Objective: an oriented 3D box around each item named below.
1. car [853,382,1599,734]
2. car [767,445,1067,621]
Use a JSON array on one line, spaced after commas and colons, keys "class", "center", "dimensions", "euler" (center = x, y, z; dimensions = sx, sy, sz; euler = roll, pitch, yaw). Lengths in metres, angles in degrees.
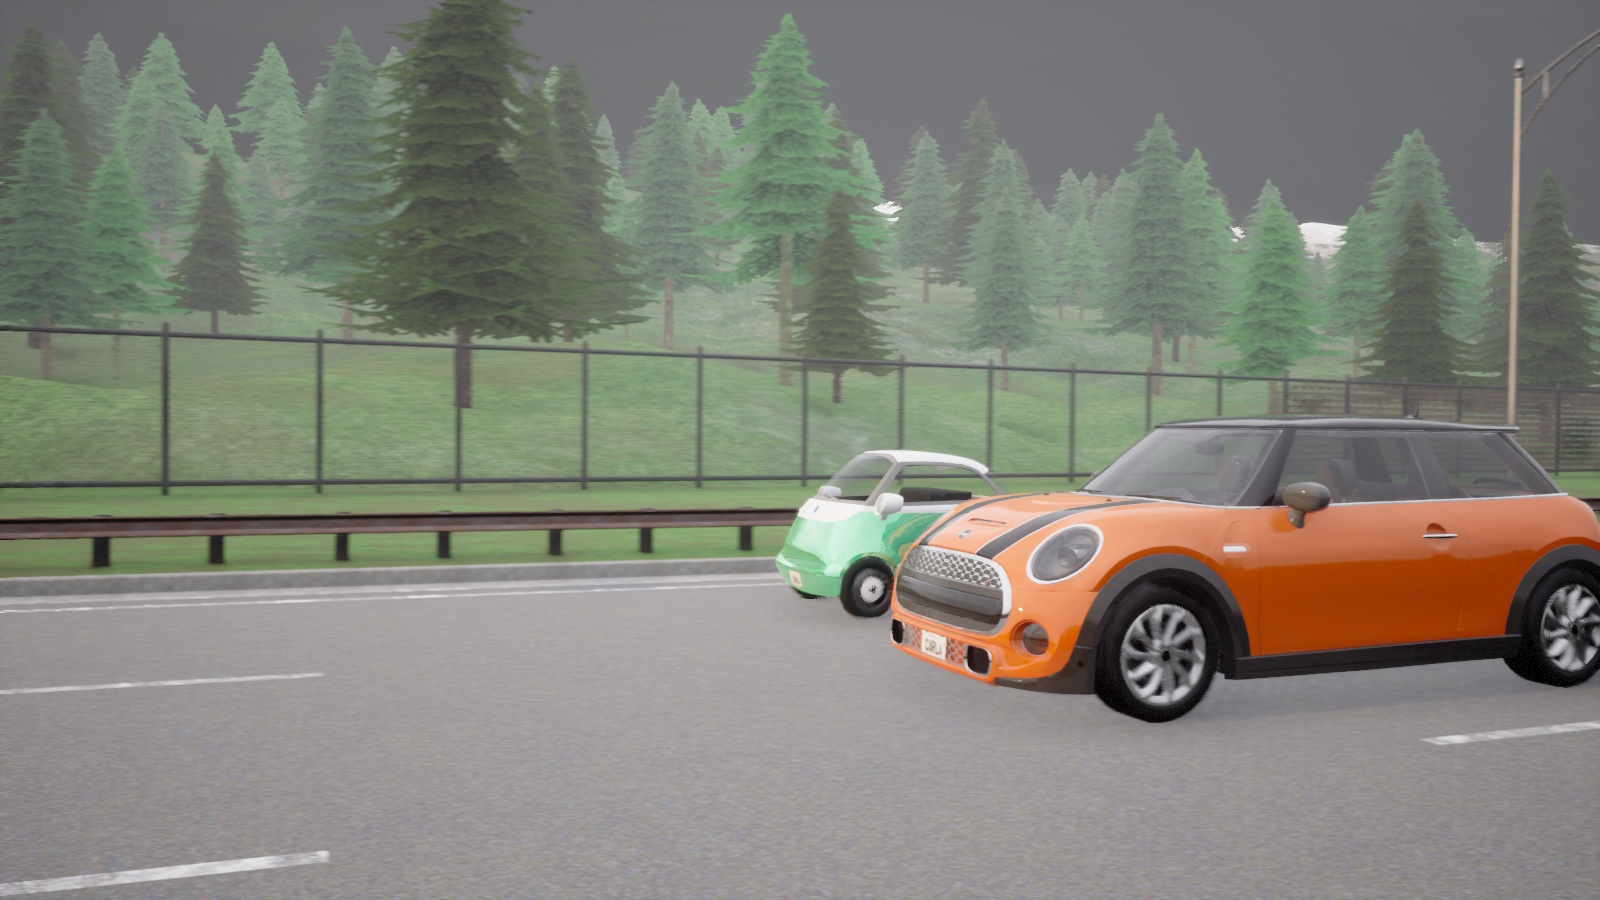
[{"class": "car", "center": [2.859, 0.494, 8.066], "dimensions": [4.553, 1.767, 2.097], "euler": [-1, 1, -21]}, {"class": "car", "center": [1.000, 0.661, 11.106], "dimensions": [2.207, 1.376, 1.481], "euler": [-1, 1, -21]}]
